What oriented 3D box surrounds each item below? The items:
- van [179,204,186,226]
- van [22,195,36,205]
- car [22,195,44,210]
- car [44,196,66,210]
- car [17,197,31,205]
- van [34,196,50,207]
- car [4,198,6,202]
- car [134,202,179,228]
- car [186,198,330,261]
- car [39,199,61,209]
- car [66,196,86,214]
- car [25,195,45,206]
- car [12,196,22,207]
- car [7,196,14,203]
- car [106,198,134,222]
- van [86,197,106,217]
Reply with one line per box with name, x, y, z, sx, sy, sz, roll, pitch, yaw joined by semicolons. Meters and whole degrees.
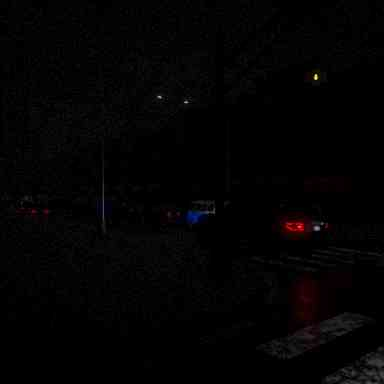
van;1.219;1.374;18.576;1.690;1.788;3.998;0;0;-36
van;-30.856;1.546;62.951;1.690;1.788;3.998;0;0;-36
car;-21.246;1.490;45.325;2.097;1.767;4.553;0;0;-36
car;-18.026;1.449;45.201;2.192;1.841;5.009;0;0;-36
car;-34.162;1.749;67.526;1.752;1.417;4.829;0;0;-36
van;-24.441;1.511;54.076;1.690;1.788;3.998;0;0;-36
car;-43.785;1.802;80.839;1.752;1.417;4.829;0;0;-36
car;-1.988;1.488;23.013;1.967;1.590;4.097;0;0;-36
car;2.371;1.237;12.659;2.150;2.045;5.566;0;0;-36
car;-21.233;1.703;49.638;2.008;1.369;4.403;0;0;-36
car;-11.611;1.413;36.323;2.192;1.841;5.009;0;0;-36
car;-27.648;1.502;58.513;2.192;1.841;5.009;0;0;-36
car;-27.104;1.772;53.425;1.895;1.301;4.718;0;0;-36
car;-40.478;1.698;76.264;1.967;1.590;4.097;0;0;-36
car;-5.195;1.504;27.451;1.967;1.590;4.097;0;0;-36
van;-8.403;1.422;31.888;1.690;1.788;3.998;0;0;-36
